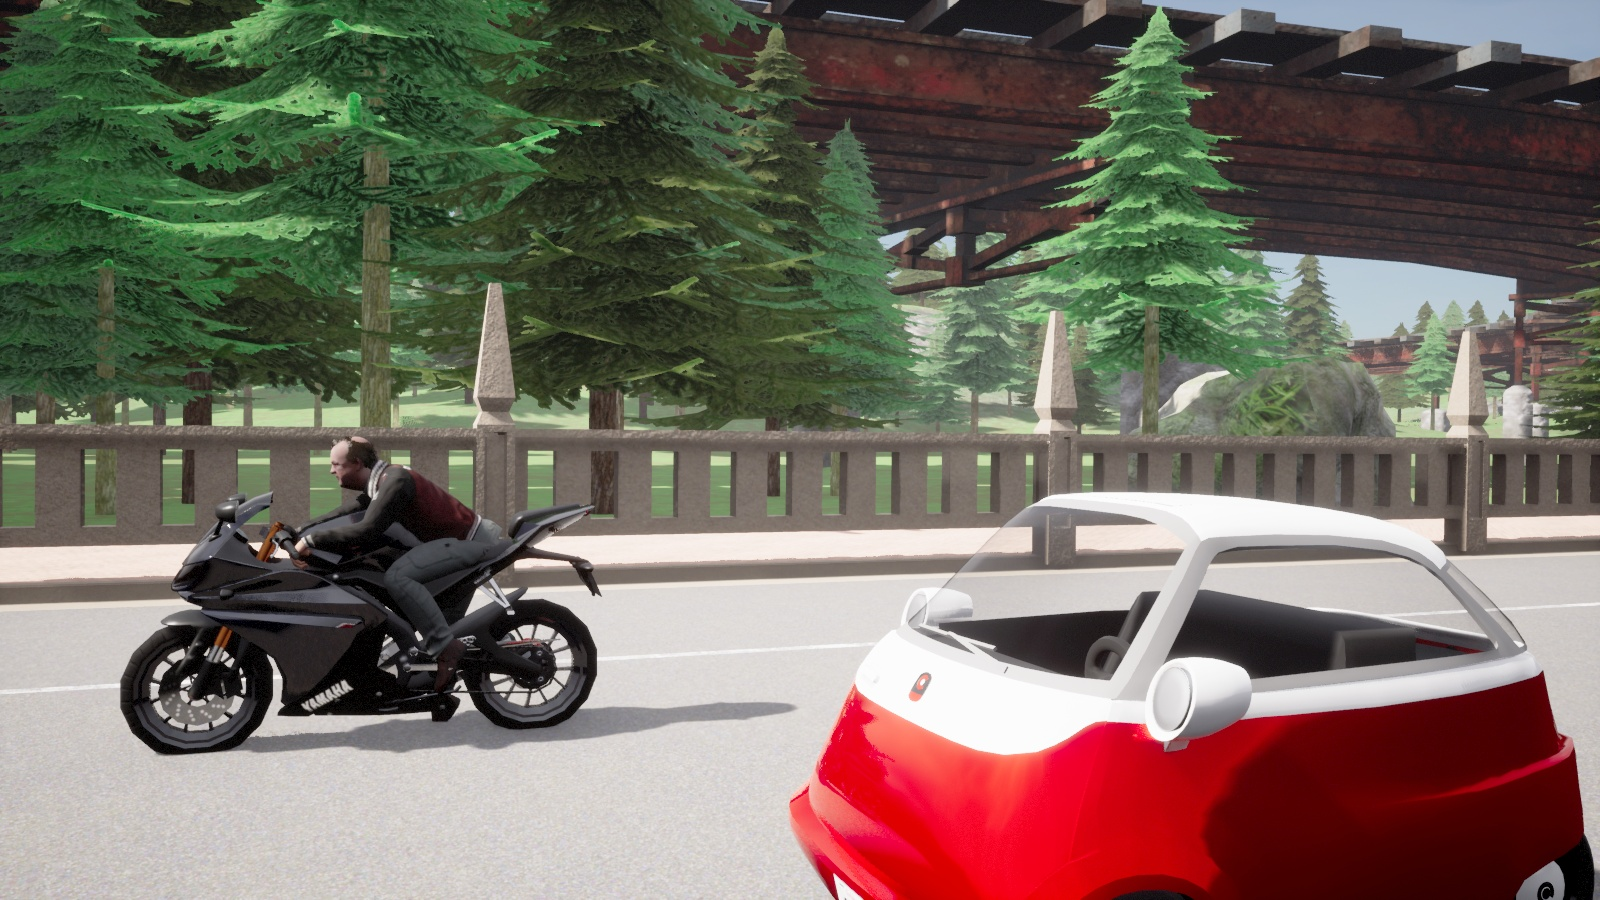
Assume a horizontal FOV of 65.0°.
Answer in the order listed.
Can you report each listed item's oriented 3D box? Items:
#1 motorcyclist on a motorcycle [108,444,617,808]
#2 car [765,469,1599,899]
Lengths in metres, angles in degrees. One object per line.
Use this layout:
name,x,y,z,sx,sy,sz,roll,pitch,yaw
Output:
motorcyclist on a motorcycle,-2.089,0.755,6.190,2.191,1.530,0.866,-1,1,-21
car,1.187,0.780,3.690,2.207,1.376,1.481,-1,1,-21
